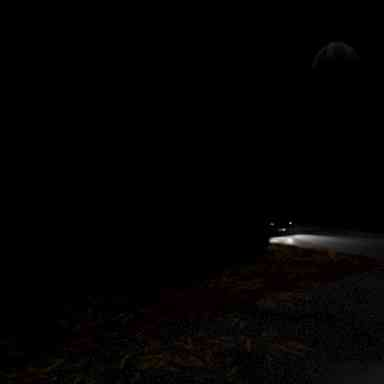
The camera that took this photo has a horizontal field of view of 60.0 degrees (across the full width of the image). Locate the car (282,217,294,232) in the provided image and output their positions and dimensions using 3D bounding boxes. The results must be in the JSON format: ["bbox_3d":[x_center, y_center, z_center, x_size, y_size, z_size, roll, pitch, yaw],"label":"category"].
[{"bbox_3d":[2.979,1.480,18.601,2.033,1.411,5.357,1,0,-37],"label":"car"}]
